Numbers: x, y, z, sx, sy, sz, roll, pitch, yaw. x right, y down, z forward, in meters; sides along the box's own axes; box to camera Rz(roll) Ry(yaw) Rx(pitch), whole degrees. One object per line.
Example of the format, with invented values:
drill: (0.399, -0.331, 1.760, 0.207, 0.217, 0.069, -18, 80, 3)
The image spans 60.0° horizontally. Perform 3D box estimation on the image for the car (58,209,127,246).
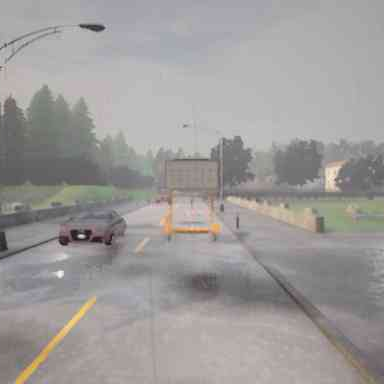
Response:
car: (-4.099, 1.419, 14.287, 1.994, 1.385, 4.181, 0, 1, 0)

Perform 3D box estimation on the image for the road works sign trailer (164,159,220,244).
road works sign trailer: (-0.003, 0.314, 14.846, 2.380, 3.560, 2.880, 0, 1, 0)

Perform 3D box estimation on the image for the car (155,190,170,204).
car: (-4.084, 0.722, 49.091, 2.150, 2.045, 5.566, 0, 1, 0)
